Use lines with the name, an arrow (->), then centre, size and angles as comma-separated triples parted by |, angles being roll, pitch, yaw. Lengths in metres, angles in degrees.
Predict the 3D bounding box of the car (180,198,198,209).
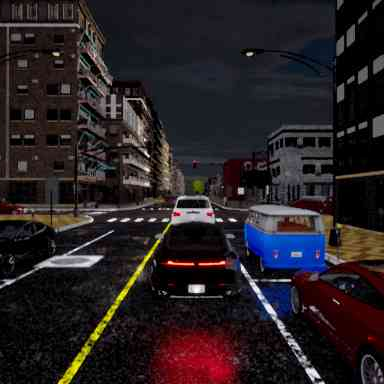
car -> -0.430, 1.567, 47.916 | 2.033, 1.411, 5.357 | 0, 0, 5

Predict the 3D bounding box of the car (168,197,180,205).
car -> -3.194, 1.634, 59.045 | 1.895, 1.301, 4.718 | 0, 0, 0

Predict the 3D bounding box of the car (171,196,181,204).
car -> -3.151, 1.571, 68.101 | 1.812, 1.442, 4.674 | 0, 0, 0

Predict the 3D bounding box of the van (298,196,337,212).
van -> 14.820, 1.420, 39.542 | 3.998, 1.788, 1.690 | 0, 0, 0

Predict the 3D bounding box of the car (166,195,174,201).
car -> -5.864, 1.604, 88.081 | 1.752, 1.417, 4.829 | 0, 0, 0

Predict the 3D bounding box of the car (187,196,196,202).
car -> -0.167, 1.609, 83.084 | 2.033, 1.411, 5.357 | 0, 0, 0

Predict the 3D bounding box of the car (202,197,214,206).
car -> 2.582, 1.554, 55.203 | 1.752, 1.417, 4.829 | 0, 0, 0

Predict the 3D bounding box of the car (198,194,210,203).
car -> 2.550, 1.365, 71.651 | 2.192, 1.841, 5.009 | 0, 0, 0

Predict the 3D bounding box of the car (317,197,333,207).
car -> 14.860, 1.354, 31.163 | 5.009, 1.841, 2.192 | 0, 0, 0

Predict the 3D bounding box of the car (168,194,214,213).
car -> 0.052, 1.223, 18.429 | 2.150, 2.045, 5.566 | 0, 0, 0

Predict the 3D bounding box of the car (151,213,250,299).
car -> 0.081, 1.504, 8.429 | 1.837, 1.490, 4.892 | 0, 0, 0

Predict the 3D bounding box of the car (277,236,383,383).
car -> 2.651, 1.582, 4.557 | 1.802, 1.307, 4.206 | 0, 0, 0

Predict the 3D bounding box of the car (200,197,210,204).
car -> 2.560, 1.624, 66.112 | 1.802, 1.307, 4.206 | 0, 0, 0

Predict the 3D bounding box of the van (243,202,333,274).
van -> 2.640, 1.341, 10.246 | 1.690, 1.788, 3.998 | 0, 0, 0

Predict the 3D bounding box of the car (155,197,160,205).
car -> -5.809, 1.560, 60.385 | 1.752, 1.417, 4.829 | 0, 0, 0

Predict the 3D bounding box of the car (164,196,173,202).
car -> -5.854, 1.620, 82.712 | 2.008, 1.369, 4.403 | 0, 0, 0

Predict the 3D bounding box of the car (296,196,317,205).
car -> 12.510, 1.537, 36.939 | 5.008, 1.535, 1.882 | 0, 0, 0

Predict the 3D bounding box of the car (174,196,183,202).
car -> -3.157, 1.613, 78.117 | 1.994, 1.385, 4.181 | 0, 0, 0

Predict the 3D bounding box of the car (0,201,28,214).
car -> -17.528, 1.530, 31.017 | 4.206, 1.307, 1.802 | 0, 0, 0

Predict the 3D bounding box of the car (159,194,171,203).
car -> -5.831, 1.365, 71.634 | 2.192, 1.841, 5.009 | 0, 0, 0

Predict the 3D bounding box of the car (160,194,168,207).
car -> -3.200, 1.375, 50.102 | 2.097, 1.767, 4.553 | 0, 0, 0

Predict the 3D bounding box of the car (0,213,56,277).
car -> -5.708, 1.566, 10.255 | 1.947, 1.339, 4.313 | 0, 0, 0

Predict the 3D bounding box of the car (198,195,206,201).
car -> 2.516, 1.630, 88.268 | 2.008, 1.369, 4.403 | 0, 0, 0
